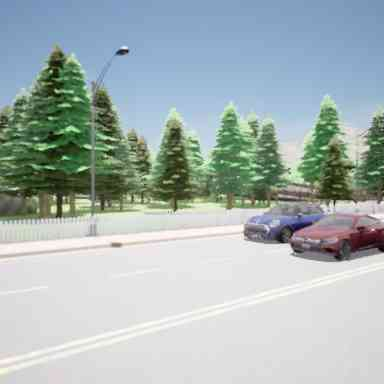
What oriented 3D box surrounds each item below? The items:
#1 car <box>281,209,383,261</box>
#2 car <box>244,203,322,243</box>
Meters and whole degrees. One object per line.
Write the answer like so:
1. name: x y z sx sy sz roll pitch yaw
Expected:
1. car: 5.639 1.510 12.280 4.674 1.442 1.812 0 0 -35
2. car: 4.594 1.334 15.825 4.553 1.767 2.097 0 0 -35
